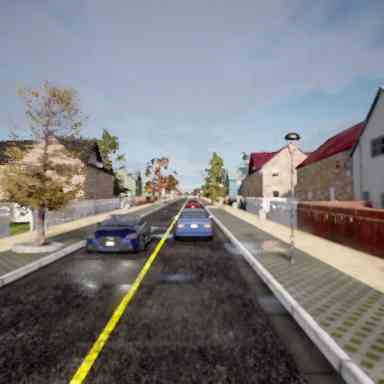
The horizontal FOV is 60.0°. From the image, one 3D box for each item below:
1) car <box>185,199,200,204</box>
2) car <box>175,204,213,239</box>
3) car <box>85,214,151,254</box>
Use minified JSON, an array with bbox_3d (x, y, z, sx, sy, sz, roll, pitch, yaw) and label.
[{"bbox_3d":[0.096,1.633,42.373,1.812,1.442,4.674,0,0,0],"label":"car"},{"bbox_3d":[0.095,1.592,17.510,2.033,1.411,5.357,0,0,0],"label":"car"},{"bbox_3d":[-2.850,1.598,13.558,1.994,1.385,4.181,0,0,0],"label":"car"}]
